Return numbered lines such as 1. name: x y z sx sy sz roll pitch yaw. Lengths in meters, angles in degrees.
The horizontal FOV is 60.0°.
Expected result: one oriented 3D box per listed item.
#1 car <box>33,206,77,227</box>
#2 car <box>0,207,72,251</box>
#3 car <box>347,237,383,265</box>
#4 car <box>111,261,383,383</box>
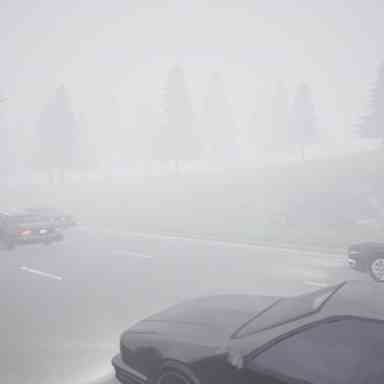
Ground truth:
1. car: -9.061 1.562 19.828 5.357 1.411 2.033 0 0 38
2. car: -7.679 1.556 14.292 5.357 1.411 2.033 0 0 38
3. car: 6.422 1.524 8.010 4.892 1.490 1.837 0 0 36
4. car: 1.725 1.553 2.755 5.357 1.411 2.033 0 0 36
